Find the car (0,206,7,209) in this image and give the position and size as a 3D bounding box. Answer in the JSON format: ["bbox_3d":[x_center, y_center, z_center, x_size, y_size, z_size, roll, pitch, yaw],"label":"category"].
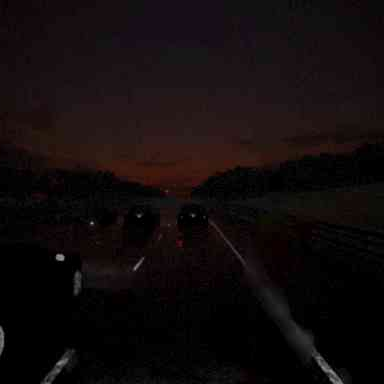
[{"bbox_3d":[-17.675,1.888,29.115,2.033,1.411,5.357,0,-1,-1],"label":"car"}]

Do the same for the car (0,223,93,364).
[{"bbox_3d":[-3.400,1.541,5.557,1.882,1.535,5.008,0,-1,0],"label":"car"}]

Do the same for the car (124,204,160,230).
[{"bbox_3d":[-3.450,1.631,23.709,2.097,1.767,4.553,0,-1,-1],"label":"car"}]

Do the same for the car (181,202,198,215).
[{"bbox_3d":[-0.313,2.042,42.072,2.033,1.411,5.357,0,-1,-1],"label":"car"}]

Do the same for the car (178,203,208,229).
[{"bbox_3d":[0.041,1.642,24.381,2.097,1.767,4.553,0,-1,-1],"label":"car"}]

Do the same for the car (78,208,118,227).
[{"bbox_3d":[-6.963,1.899,25.258,1.895,1.301,4.718,0,-1,-1],"label":"car"}]
